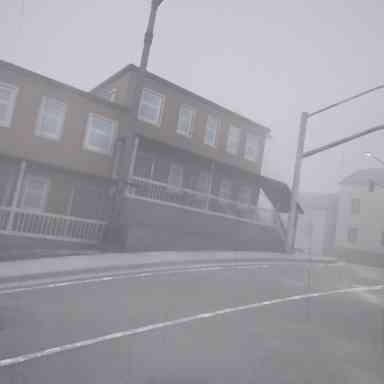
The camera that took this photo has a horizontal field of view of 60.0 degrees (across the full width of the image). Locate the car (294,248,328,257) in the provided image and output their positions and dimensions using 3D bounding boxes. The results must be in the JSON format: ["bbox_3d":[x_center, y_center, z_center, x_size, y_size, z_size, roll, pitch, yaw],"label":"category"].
[{"bbox_3d":[9.701,5.693,29.281,1.812,1.442,4.674,14,-16,-34],"label":"car"}]
